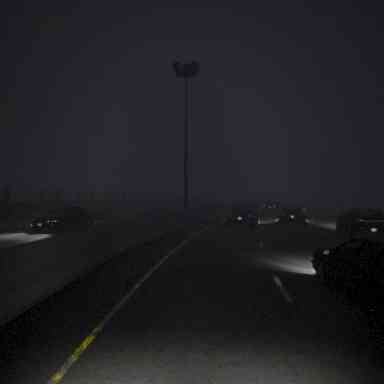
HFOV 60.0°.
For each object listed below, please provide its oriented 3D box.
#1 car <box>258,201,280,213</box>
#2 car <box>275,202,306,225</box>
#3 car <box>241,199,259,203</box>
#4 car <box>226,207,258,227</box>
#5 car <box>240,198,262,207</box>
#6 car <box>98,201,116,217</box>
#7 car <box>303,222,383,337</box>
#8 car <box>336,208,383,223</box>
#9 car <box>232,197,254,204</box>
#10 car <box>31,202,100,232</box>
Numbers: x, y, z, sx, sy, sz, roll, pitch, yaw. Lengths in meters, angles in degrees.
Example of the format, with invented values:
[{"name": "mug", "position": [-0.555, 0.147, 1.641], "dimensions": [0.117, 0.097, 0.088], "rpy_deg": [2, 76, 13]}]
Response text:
[{"name": "car", "position": [10.136, 1.823, 40.940], "dimensions": [2.163, 1.488, 4.792], "rpy_deg": [0, 0, 26]}, {"name": "car", "position": [7.834, 1.772, 25.939], "dimensions": [1.994, 1.385, 4.181], "rpy_deg": [0, 0, 17]}, {"name": "car", "position": [9.248, 1.951, 53.946], "dimensions": [2.033, 1.411, 5.357], "rpy_deg": [0, 0, 33]}, {"name": "car", "position": [3.719, 1.745, 24.261], "dimensions": [1.994, 1.385, 4.181], "rpy_deg": [0, 0, 15]}, {"name": "car", "position": [11.127, 1.969, 62.707], "dimensions": [1.882, 1.535, 5.008], "rpy_deg": [0, 0, 38]}, {"name": "car", "position": [-9.047, 1.653, 31.166], "dimensions": [1.882, 1.535, 5.008], "rpy_deg": [0, 0, 18]}, {"name": "car", "position": [3.961, 1.609, 6.597], "dimensions": [2.033, 1.411, 5.357], "rpy_deg": [0, 0, 5]}, {"name": "car", "position": [9.458, 1.658, 18.684], "dimensions": [2.128, 1.511, 4.902], "rpy_deg": [0, 0, 13]}, {"name": "car", "position": [10.384, 1.693, 67.400], "dimensions": [2.033, 1.411, 5.357], "rpy_deg": [0, -1, 39]}, {"name": "car", "position": [-8.084, 1.616, 21.146], "dimensions": [1.837, 1.490, 4.892], "rpy_deg": [0, 0, 12]}]
